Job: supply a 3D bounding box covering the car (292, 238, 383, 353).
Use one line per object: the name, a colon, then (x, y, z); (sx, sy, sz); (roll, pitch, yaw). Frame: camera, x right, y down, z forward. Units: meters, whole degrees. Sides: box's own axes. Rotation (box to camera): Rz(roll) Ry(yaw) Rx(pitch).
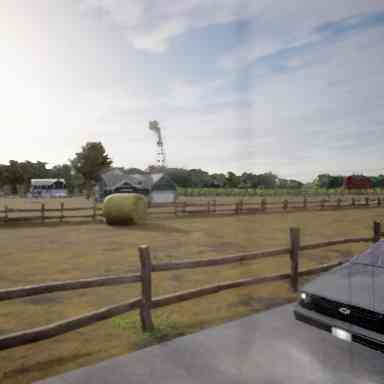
car: (4.201, 1.534, 6.028); (5.357, 1.411, 2.033); (0, 0, -35)
